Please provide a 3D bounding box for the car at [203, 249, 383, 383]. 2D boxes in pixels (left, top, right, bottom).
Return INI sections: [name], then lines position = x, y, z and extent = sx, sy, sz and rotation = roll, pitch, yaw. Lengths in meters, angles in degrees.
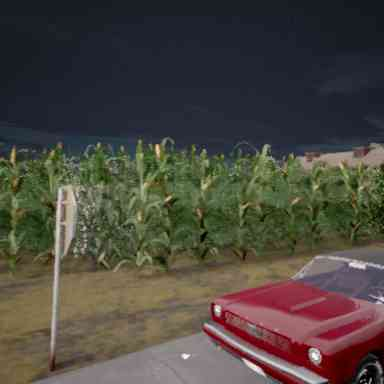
[car]
position = 2.504, 1.618, 4.898
extent = 4.718, 1.301, 1.895
rotation = 0, 0, -34
